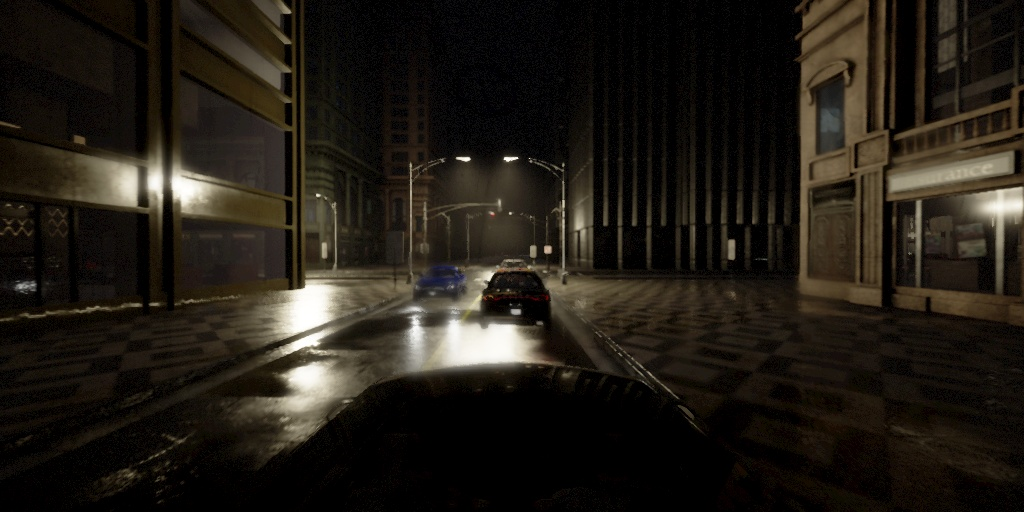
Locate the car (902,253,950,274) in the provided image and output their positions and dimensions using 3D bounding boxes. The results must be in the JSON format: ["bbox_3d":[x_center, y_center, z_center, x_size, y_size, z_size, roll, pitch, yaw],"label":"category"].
[{"bbox_3d":[39.915,0.713,35.433,5.566,2.045,2.150,0,0,0],"label":"car"}]

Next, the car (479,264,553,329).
[{"bbox_3d":[0.099,1.171,11.026,1.882,1.535,5.008,0,0,0],"label":"car"}]

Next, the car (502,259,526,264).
[{"bbox_3d":[0.097,0.983,21.432,2.097,1.767,4.553,0,0,0],"label":"car"}]

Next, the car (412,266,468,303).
[{"bbox_3d":[-3.077,1.187,16.234,1.812,1.442,4.674,0,0,0],"label":"car"}]

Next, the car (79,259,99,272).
[{"bbox_3d":[-44.058,0.970,35.451,5.008,1.535,1.882,0,0,1],"label":"car"}]
